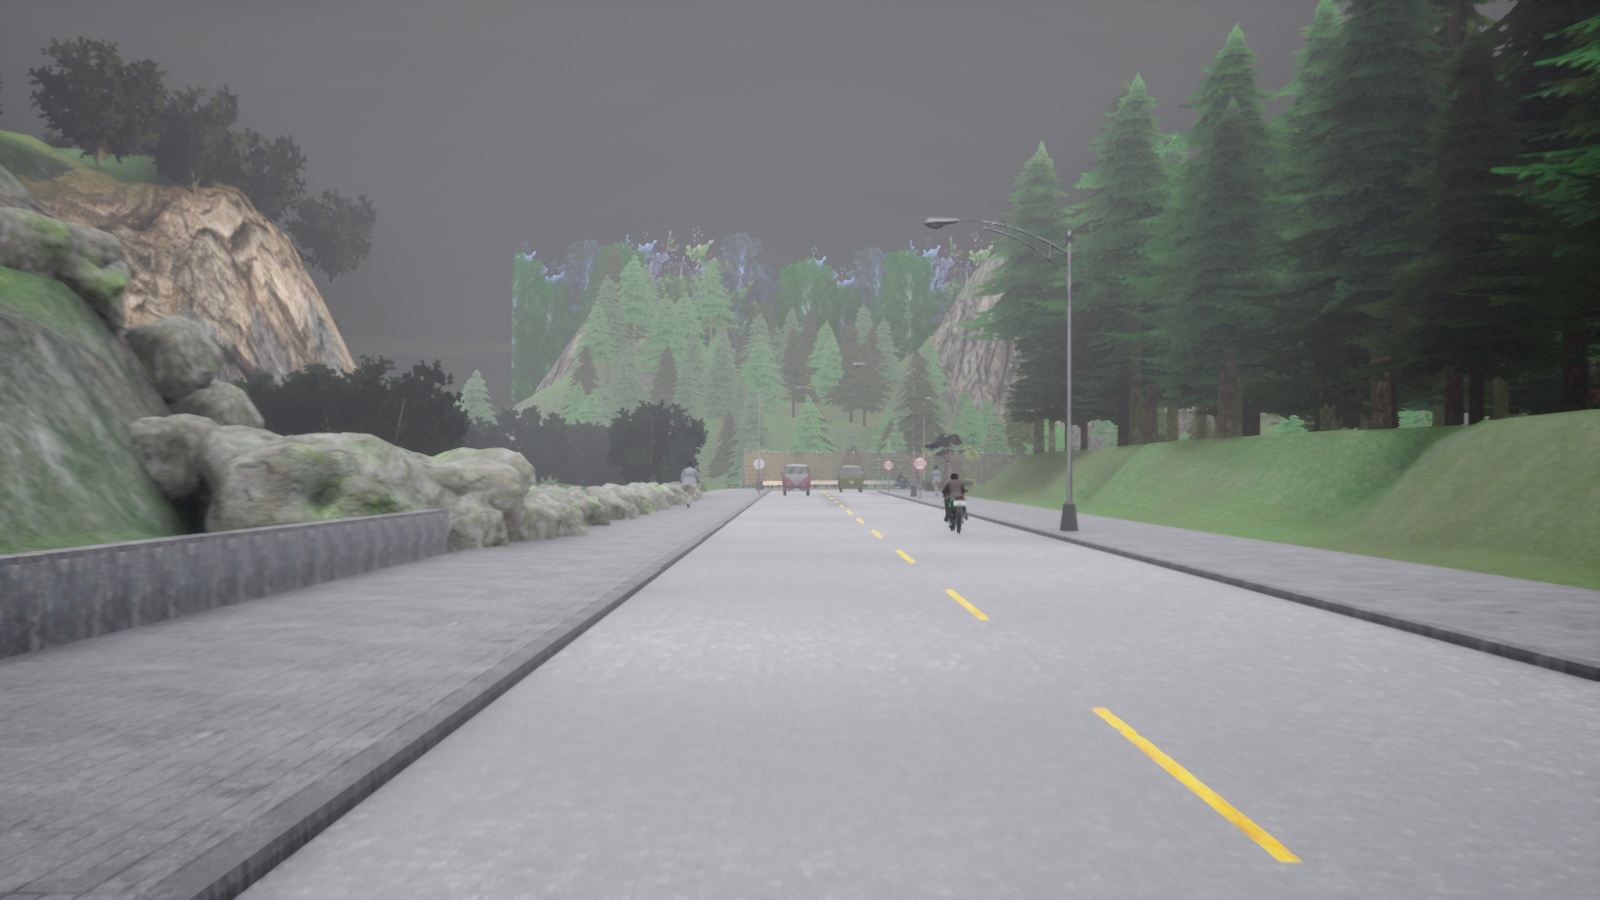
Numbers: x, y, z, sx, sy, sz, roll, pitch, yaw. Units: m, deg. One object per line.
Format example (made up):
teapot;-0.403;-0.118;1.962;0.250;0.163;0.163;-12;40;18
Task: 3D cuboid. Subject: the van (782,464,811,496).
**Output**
van;-0.209;1.897;79.615;1.775;1.987;4.442;0;-1;0

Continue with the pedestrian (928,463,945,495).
pedestrian;7.953;1.714;73.221;0.874;1.855;0.900;0;-1;1

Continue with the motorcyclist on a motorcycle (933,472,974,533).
motorcyclist on a motorcycle;3.918;1.318;32.156;0.797;1.523;2.044;0;-1;0

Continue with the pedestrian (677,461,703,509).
pedestrian;-4.289;1.359;49.017;0.874;1.855;0.900;0;-1;6

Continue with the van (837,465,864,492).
van;3.754;2.118;93.873;1.775;1.987;4.442;0;-1;0
